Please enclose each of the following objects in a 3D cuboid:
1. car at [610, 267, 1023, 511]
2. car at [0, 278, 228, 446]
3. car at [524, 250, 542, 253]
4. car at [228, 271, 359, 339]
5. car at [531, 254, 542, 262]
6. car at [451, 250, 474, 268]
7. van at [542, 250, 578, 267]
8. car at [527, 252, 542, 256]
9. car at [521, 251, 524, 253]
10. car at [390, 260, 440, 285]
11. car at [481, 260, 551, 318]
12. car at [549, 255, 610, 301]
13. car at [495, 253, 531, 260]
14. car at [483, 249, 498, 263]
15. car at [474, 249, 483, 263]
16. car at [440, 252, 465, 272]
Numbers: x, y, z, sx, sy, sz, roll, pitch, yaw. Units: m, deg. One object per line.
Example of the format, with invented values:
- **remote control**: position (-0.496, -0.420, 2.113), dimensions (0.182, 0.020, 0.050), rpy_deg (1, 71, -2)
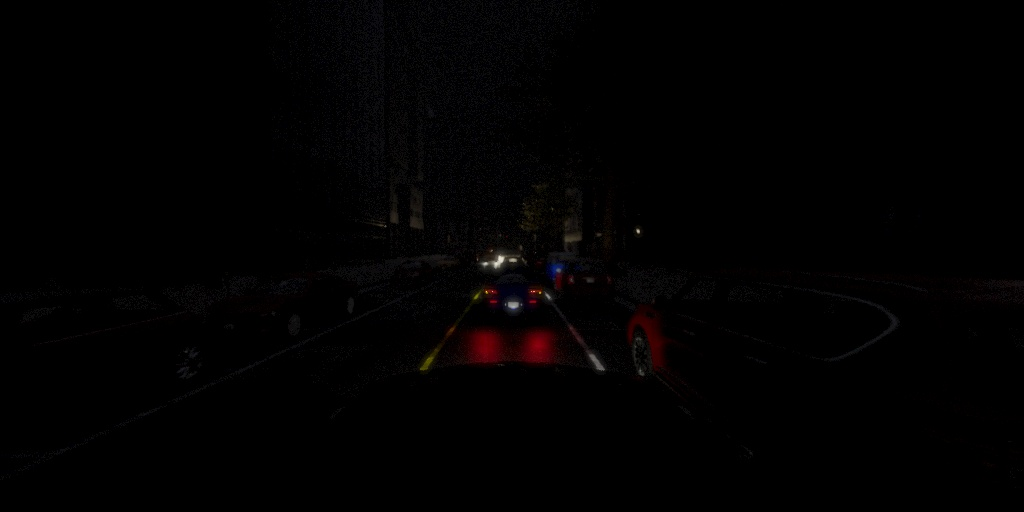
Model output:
- **car**: position (2.860, 1.018, 3.788), dimensions (2.192, 1.841, 5.009), rpy_deg (0, 0, 0)
- **car**: position (-5.665, 1.143, 3.813), dimensions (1.967, 1.591, 4.097), rpy_deg (0, 0, 0)
- **car**: position (2.911, 0.153, 43.254), dimensions (2.192, 1.841, 5.009), rpy_deg (0, 0, 0)
- **car**: position (-5.658, 1.121, 9.450), dimensions (1.888, 1.381, 4.507), rpy_deg (0, 0, 0)
- **car**: position (2.896, 0.654, 31.978), dimensions (1.802, 1.307, 4.207), rpy_deg (0, 0, 0)
- **car**: position (-5.622, 0.269, 37.635), dimensions (2.192, 1.841, 5.009), rpy_deg (0, 0, 0)
- **van**: position (2.882, 0.662, 20.703), dimensions (1.690, 1.789, 3.998), rpy_deg (0, 0, 0)
- **car**: position (2.903, 0.520, 37.614), dimensions (1.948, 1.339, 4.313), rpy_deg (0, 0, 0)
- **car**: position (2.932, 0.057, 60.168), dimensions (1.948, 1.339, 4.313), rpy_deg (0, 0, 0)
- **car**: position (-5.644, 0.903, 20.726), dimensions (1.802, 1.307, 4.207), rpy_deg (0, 0, 0)
- **car**: position (0.060, 1.051, 11.665), dimensions (1.812, 1.442, 4.674), rpy_deg (0, 1, 1)
- **car**: position (2.875, 0.888, 15.064), dimensions (1.967, 1.591, 4.097), rpy_deg (0, 0, 0)
- **car**: position (0.073, 0.744, 26.217), dimensions (2.033, 1.411, 5.357), rpy_deg (0, 1, 1)
- **car**: position (-3.014, 0.131, 52.246), dimensions (1.882, 1.535, 5.008), rpy_deg (0, 1, 0)
- **car**: position (-5.608, 0.037, 48.911), dimensions (2.192, 1.841, 5.009), rpy_deg (0, 0, 0)
- **car**: position (-5.630, 0.597, 31.829), dimensions (1.751, 1.417, 4.829), rpy_deg (0, 0, 0)
